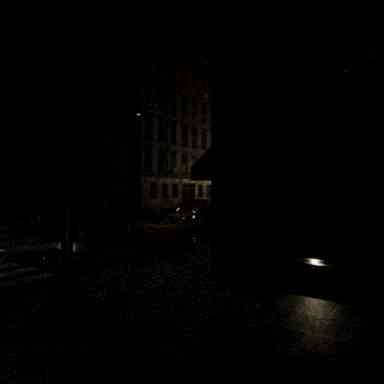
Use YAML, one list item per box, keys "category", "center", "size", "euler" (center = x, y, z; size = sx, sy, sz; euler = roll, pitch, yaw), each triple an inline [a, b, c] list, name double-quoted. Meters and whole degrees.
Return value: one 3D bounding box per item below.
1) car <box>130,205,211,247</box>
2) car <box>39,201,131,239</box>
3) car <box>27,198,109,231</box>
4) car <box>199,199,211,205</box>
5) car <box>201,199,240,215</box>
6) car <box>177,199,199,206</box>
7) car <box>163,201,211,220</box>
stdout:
- category: "car"
  center: [-0.337, 1.535, 15.158]
  size: [1.752, 1.417, 4.829]
  euler: [0, 0, 36]
- category: "car"
  center: [-5.187, 1.465, 17.802]
  size: [1.882, 1.535, 5.008]
  euler: [0, 0, 34]
- category: "car"
  center: [-6.959, 1.292, 19.693]
  size: [2.192, 1.841, 5.009]
  euler: [0, 0, 36]
- category: "car"
  center: [2.868, 1.319, 19.639]
  size: [2.192, 1.841, 5.009]
  euler: [0, 0, 36]
- category: "car"
  center: [2.944, 1.503, 33.554]
  size: [1.887, 1.381, 4.507]
  euler: [0, 0, 36]
- category: "car"
  center: [0.649, 1.329, 25.970]
  size: [2.097, 1.767, 4.553]
  euler: [0, 0, 35]
- category: "car"
  center: [-0.357, 1.531, 28.934]
  size: [1.947, 1.339, 4.313]
  euler: [0, 0, 36]
